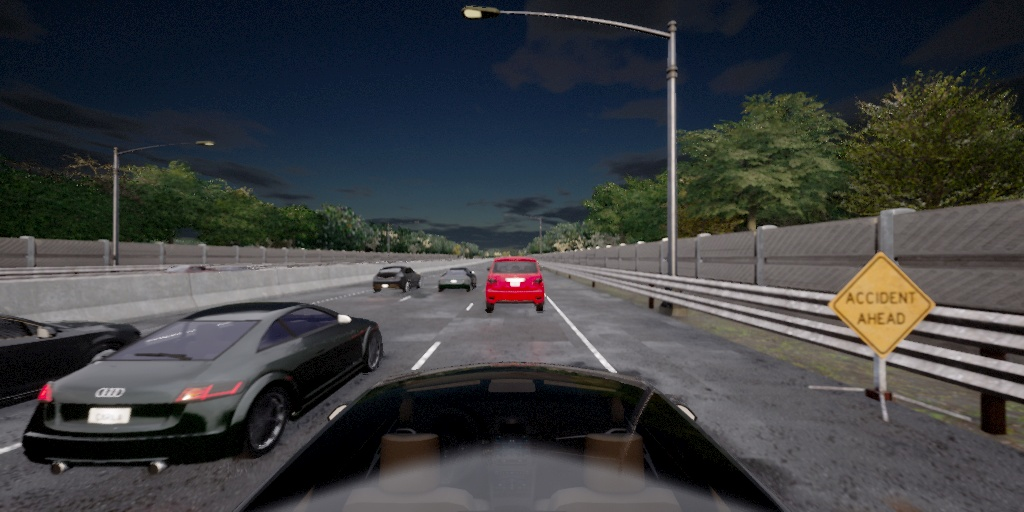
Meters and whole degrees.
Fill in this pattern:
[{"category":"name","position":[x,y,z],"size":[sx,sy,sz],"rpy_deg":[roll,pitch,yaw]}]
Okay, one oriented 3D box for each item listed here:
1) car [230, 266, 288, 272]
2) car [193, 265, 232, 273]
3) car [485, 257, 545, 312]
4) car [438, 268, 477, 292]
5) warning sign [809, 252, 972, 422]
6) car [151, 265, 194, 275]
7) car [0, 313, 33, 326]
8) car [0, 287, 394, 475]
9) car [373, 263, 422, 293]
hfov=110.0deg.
[{"category":"car","position":[-17.548,1.500,26.049],"size":[1.895,1.301,4.718],"rpy_deg":[0,0,0]},{"category":"car","position":[-21.044,1.469,27.062],"size":[1.994,1.385,4.181],"rpy_deg":[0,0,0]},{"category":"car","position":[0.121,1.054,14.904],"size":[2.150,2.045,5.566],"rpy_deg":[0,0,0]},{"category":"car","position":[-3.355,1.443,22.667],"size":[1.994,1.385,4.181],"rpy_deg":[0,0,0]},{"category":"warning sign","position":[4.555,0.882,4.434],"size":[1.300,1.860,1.060],"rpy_deg":[0,0,0]},{"category":"car","position":[-24.545,1.430,26.918],"size":[1.812,1.442,4.674],"rpy_deg":[0,0,0]},{"category":"car","position":[-6.897,1.268,3.850],"size":[1.837,1.490,4.892],"rpy_deg":[0,0,0]},{"category":"car","position":[-3.394,1.333,5.034],"size":[1.994,1.385,4.181],"rpy_deg":[0,0,0]},{"category":"car","position":[-6.858,1.378,21.828],"size":[1.837,1.490,4.892],"rpy_deg":[0,0,0]}]
